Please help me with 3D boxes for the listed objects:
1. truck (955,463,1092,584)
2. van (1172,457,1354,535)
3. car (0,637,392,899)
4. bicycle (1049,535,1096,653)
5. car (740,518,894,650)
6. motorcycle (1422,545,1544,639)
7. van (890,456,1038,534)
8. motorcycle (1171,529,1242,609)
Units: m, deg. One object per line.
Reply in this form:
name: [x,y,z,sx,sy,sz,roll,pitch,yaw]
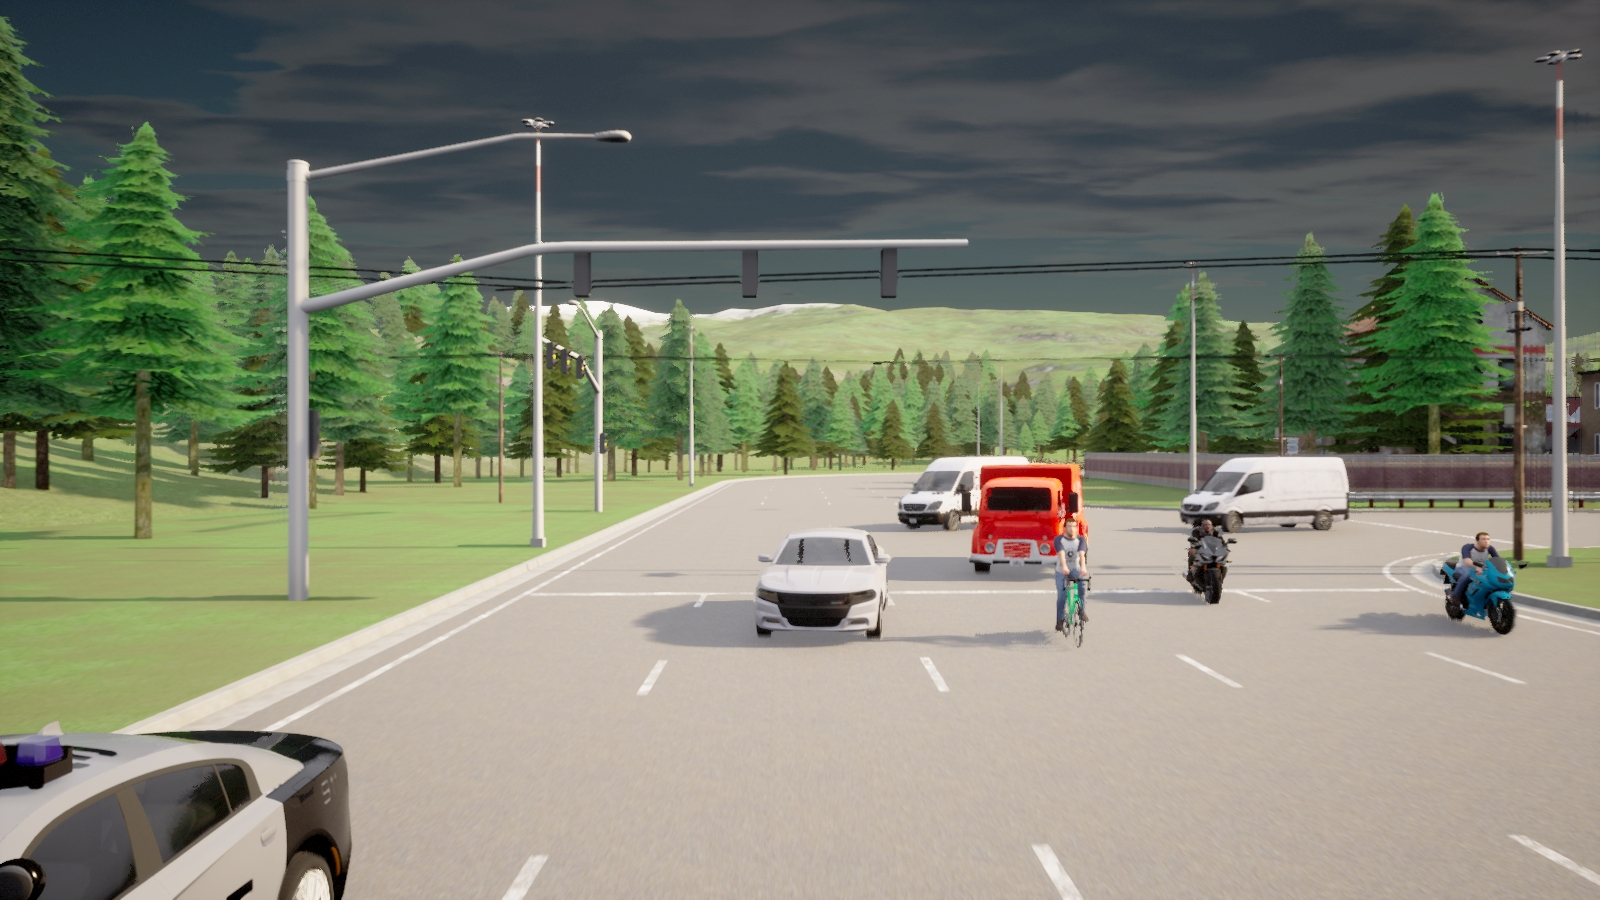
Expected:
truck: [5.372,1.567,26.807,2.627,2.467,5.204,0,0,17]
van: [16.078,1.534,39.703,5.915,2.561,1.988,0,0,-17]
car: [-3.594,1.982,4.469,2.097,1.638,5.238,0,0,0]
bicycle: [3.958,2.056,16.656,0.373,1.496,1.643,0,0,3]
car: [0.440,2.034,18.620,2.097,1.535,5.006,0,0,6]
motorcycle: [10.672,2.186,17.945,0.803,1.199,2.033,1,0,4]
van: [5.960,1.534,40.924,5.915,2.561,1.988,0,-1,-44]
motorcycle: [7.627,2.205,21.530,0.867,1.251,2.209,1,0,9]
